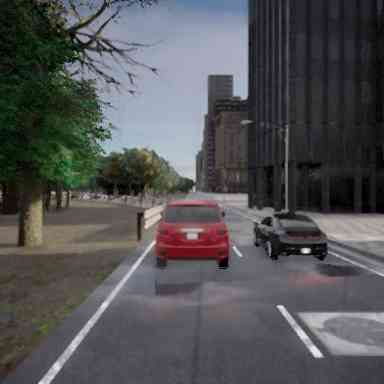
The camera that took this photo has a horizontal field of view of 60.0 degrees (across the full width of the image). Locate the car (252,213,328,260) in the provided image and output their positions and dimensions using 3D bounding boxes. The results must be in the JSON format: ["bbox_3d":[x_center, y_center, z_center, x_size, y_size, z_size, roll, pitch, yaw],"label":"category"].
[{"bbox_3d":[3.542,1.561,12.702,1.837,1.490,4.892,0,0,1],"label":"car"}]

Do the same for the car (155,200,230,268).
[{"bbox_3d":[0.030,1.273,11.582,2.150,2.045,5.566,0,0,0],"label":"car"}]

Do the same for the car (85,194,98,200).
[{"bbox_3d":[-26.903,1.386,88.564,4.892,1.490,1.837,1,1,44],"label":"car"}]
